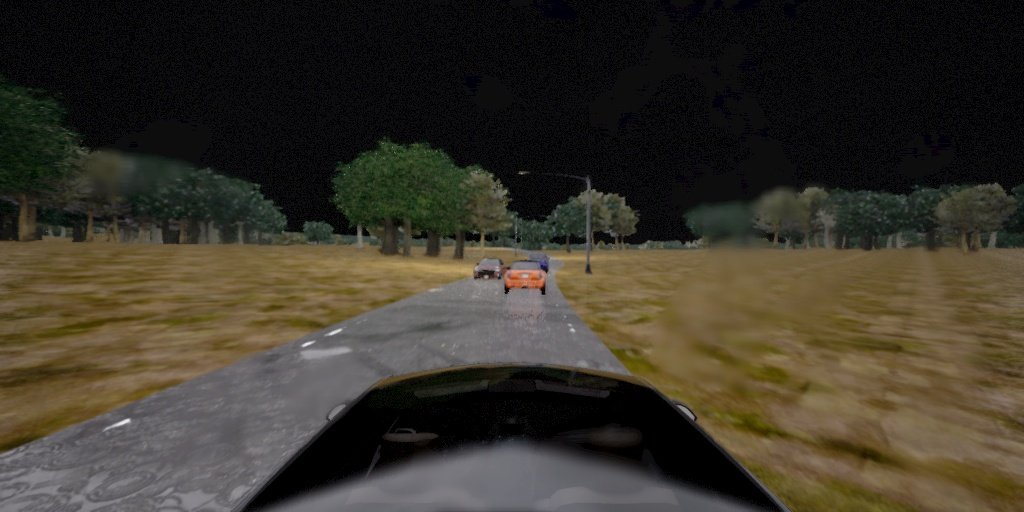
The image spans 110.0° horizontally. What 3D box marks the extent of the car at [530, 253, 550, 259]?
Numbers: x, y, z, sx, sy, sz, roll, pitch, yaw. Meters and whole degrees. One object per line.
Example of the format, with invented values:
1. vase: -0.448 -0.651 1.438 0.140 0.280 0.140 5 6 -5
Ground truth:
1. car: 2.854 0.716 38.943 2.150 2.045 5.566 1 0 8

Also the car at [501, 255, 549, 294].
1. car: 0.769 0.975 19.589 2.097 1.767 4.553 1 0 4

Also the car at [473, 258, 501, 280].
1. car: -1.655 0.929 28.362 2.097 1.767 4.553 1 0 6
